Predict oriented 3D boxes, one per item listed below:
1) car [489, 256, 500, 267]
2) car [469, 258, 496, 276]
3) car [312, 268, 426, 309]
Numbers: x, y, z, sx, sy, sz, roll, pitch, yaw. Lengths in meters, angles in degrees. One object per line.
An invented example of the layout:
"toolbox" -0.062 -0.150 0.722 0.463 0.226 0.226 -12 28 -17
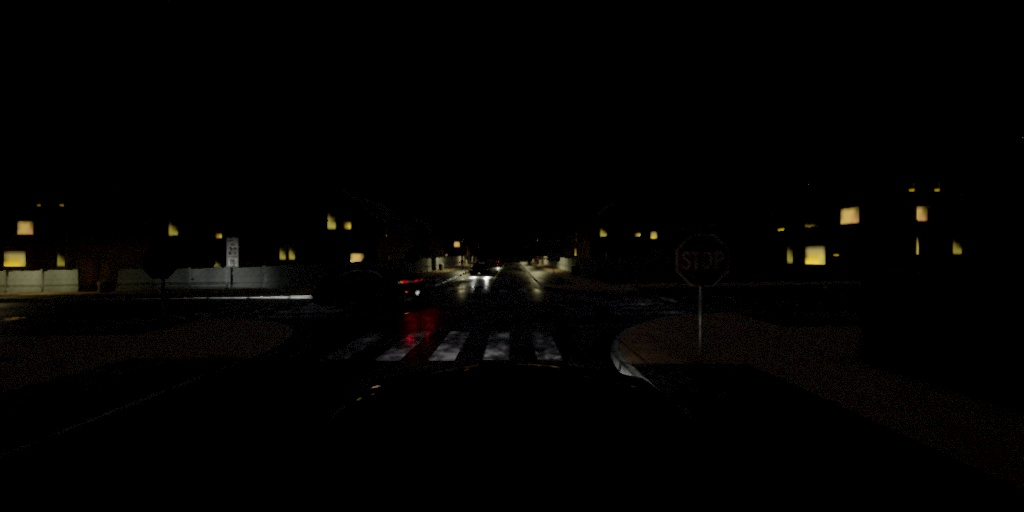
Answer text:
"car" -2.930 0.839 55.962 2.097 1.767 4.553 0 0 0
"car" -2.926 1.139 34.572 2.033 1.411 5.357 0 0 0
"car" -5.832 1.222 14.487 4.902 1.511 2.128 -1 -1 23
